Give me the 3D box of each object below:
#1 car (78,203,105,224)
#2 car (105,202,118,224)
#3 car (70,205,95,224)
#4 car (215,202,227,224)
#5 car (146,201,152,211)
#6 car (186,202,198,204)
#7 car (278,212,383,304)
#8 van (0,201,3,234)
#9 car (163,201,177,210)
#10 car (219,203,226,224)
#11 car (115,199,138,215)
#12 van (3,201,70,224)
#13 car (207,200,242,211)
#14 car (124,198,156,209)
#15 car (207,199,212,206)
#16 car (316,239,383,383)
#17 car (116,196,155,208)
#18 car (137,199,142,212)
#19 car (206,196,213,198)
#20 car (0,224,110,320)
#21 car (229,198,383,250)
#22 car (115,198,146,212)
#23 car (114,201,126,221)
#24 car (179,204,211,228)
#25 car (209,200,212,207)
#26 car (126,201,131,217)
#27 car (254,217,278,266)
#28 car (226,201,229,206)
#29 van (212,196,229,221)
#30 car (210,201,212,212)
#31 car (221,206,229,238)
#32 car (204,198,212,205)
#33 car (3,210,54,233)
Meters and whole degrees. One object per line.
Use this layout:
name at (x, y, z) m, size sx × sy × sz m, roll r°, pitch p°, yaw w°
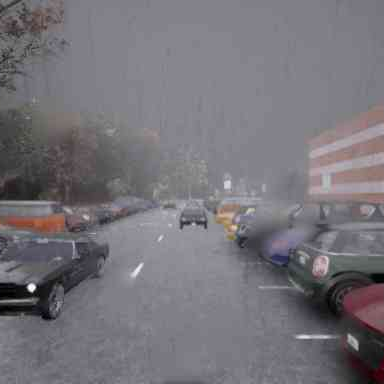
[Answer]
car at (-8.180, 1.532, 20.746) m, size 4.553 × 1.767 × 2.185 m, roll 0°, pitch 0°, yaw 0°
car at (-8.143, 1.681, 23.568) m, size 5.008 × 1.535 × 2.097 m, roll 0°, pitch 0°, yaw 0°
car at (-8.155, 1.633, 17.921) m, size 5.008 × 1.535 × 2.097 m, roll 0°, pitch 0°, yaw 0°
car at (4.423, 1.750, 26.586) m, size 4.674 × 1.452 × 2.002 m, roll 0°, pitch 0°, yaw 0°
car at (-8.155, 1.850, 43.457) m, size 4.892 × 1.521 × 2.231 m, roll 0°, pitch 0°, yaw 0°
car at (0.107, 1.918, 41.453) m, size 1.994 × 1.385 × 4.181 m, roll 0°, pitch 0°, yaw 0°
car at (4.385, 1.415, 6.808) m, size 4.553 × 1.767 × 2.185 m, roll 0°, pitch 0°, yaw 0°
van at (-8.271, 1.336, 9.576) m, size 4.442 × 1.987 × 1.878 m, roll 0°, pitch 0°, yaw 0°
car at (-3.313, 2.021, 50.370) m, size 1.895 × 1.301 × 4.718 m, roll 0°, pitch 0°, yaw 0°
car at (4.605, 1.658, 20.935) m, size 5.366 × 1.575 × 1.946 m, roll 0°, pitch -1°, yaw 0°
car at (-8.142, 1.755, 32.163) m, size 5.008 × 1.535 × 2.097 m, roll 0°, pitch 0°, yaw 0°
van at (-8.266, 1.384, 15.226) m, size 4.442 × 1.987 × 1.878 m, roll 0°, pitch -1°, yaw 0°
car at (4.427, 1.913, 46.366) m, size 4.674 × 1.452 × 2.002 m, roll 0°, pitch 0°, yaw 0°
car at (-8.084, 1.777, 51.938) m, size 4.553 × 1.767 × 2.185 m, roll 0°, pitch -1°, yaw 0°
car at (4.425, 1.846, 37.888) m, size 4.674 × 1.452 × 2.002 m, roll 0°, pitch 0°, yaw 0°
car at (4.421, 1.516, 3.981) m, size 5.008 × 1.535 × 2.097 m, roll 0°, pitch 0°, yaw 0°
car at (-8.120, 1.618, 46.159) m, size 5.566 × 2.045 × 2.435 m, roll 0°, pitch 0°, yaw 0°
car at (-8.141, 1.779, 34.987) m, size 5.008 × 1.535 × 2.097 m, roll 0°, pitch -1°, yaw 0°
car at (4.454, 1.642, 49.193) m, size 5.566 × 2.045 × 2.435 m, roll 0°, pitch 0°, yaw 0°
car at (-3.350, 1.666, 7.587) m, size 1.895 × 1.301 × 4.718 m, roll 0°, pitch 0°, yaw 0°
car at (4.389, 1.337, 12.460) m, size 5.566 × 2.045 × 2.435 m, roll 0°, pitch 0°, yaw 0°
car at (-8.142, 1.804, 37.811) m, size 4.892 × 1.521 × 2.231 m, roll 0°, pitch 0°, yaw 0°
car at (-8.152, 1.706, 26.392) m, size 5.008 × 1.535 × 2.097 m, roll 0°, pitch 0°, yaw 0°
car at (0.103, 1.805, 23.696) m, size 1.895 × 1.301 × 4.718 m, roll 0°, pitch 0°, yaw 0°
car at (4.419, 1.822, 35.062) m, size 4.674 × 1.452 × 2.002 m, roll 0°, pitch 0°, yaw 0°
car at (-8.177, 1.760, 29.339) m, size 4.792 × 1.488 × 2.163 m, roll 0°, pitch 0°, yaw 0°
car at (4.414, 1.605, 9.632) m, size 4.674 × 1.452 × 2.002 m, roll 0°, pitch 0°, yaw 0°
car at (4.387, 1.511, 18.110) m, size 4.553 × 1.767 × 2.185 m, roll 0°, pitch 0°, yaw 0°
van at (4.304, 1.508, 29.414) m, size 4.442 × 1.987 × 1.878 m, roll 0°, pitch 0°, yaw 0°
car at (4.451, 1.788, 32.237) m, size 4.792 × 1.488 × 2.163 m, roll 0°, pitch 0°, yaw 0°
car at (4.233, 1.610, 15.284) m, size 5.366 × 1.575 × 1.946 m, roll 0°, pitch 0°, yaw 0°
car at (4.429, 1.852, 43.539) m, size 5.008 × 1.535 × 2.097 m, roll 0°, pitch 0°, yaw 0°
car at (-8.158, 1.587, 12.399) m, size 4.892 × 1.521 × 2.231 m, roll 0°, pitch 0°, yaw 0°
